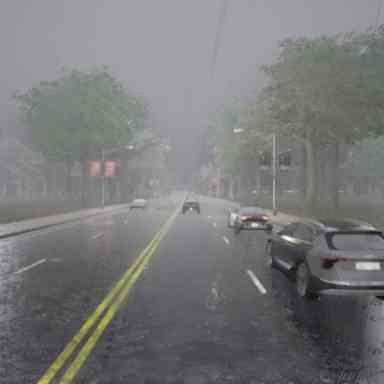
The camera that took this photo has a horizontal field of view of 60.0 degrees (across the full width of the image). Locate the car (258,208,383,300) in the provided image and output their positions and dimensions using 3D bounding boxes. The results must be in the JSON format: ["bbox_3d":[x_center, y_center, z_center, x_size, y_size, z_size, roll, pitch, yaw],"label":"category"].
[{"bbox_3d":[3.242,1.434,8.392,2.033,1.649,4.856,0,0,0],"label":"car"}]

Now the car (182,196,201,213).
[{"bbox_3d":[-0.103,1.513,37.399,1.837,1.490,4.892,0,0,0],"label":"car"}]

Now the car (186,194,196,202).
[{"bbox_3d":[-0.315,1.356,73.785,2.097,1.767,4.553,0,0,0],"label":"car"}]

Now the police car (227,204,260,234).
[{"bbox_3d":[3.221,1.510,19.398,2.038,1.542,4.974,0,0,0],"label":"police car"}]

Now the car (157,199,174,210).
[{"bbox_3d":[-3.363,1.612,42.415,1.994,1.385,4.181,0,0,0],"label":"car"}]

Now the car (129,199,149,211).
[{"bbox_3d":[-6.615,1.557,42.074,2.033,1.411,5.357,0,0,0],"label":"car"}]
